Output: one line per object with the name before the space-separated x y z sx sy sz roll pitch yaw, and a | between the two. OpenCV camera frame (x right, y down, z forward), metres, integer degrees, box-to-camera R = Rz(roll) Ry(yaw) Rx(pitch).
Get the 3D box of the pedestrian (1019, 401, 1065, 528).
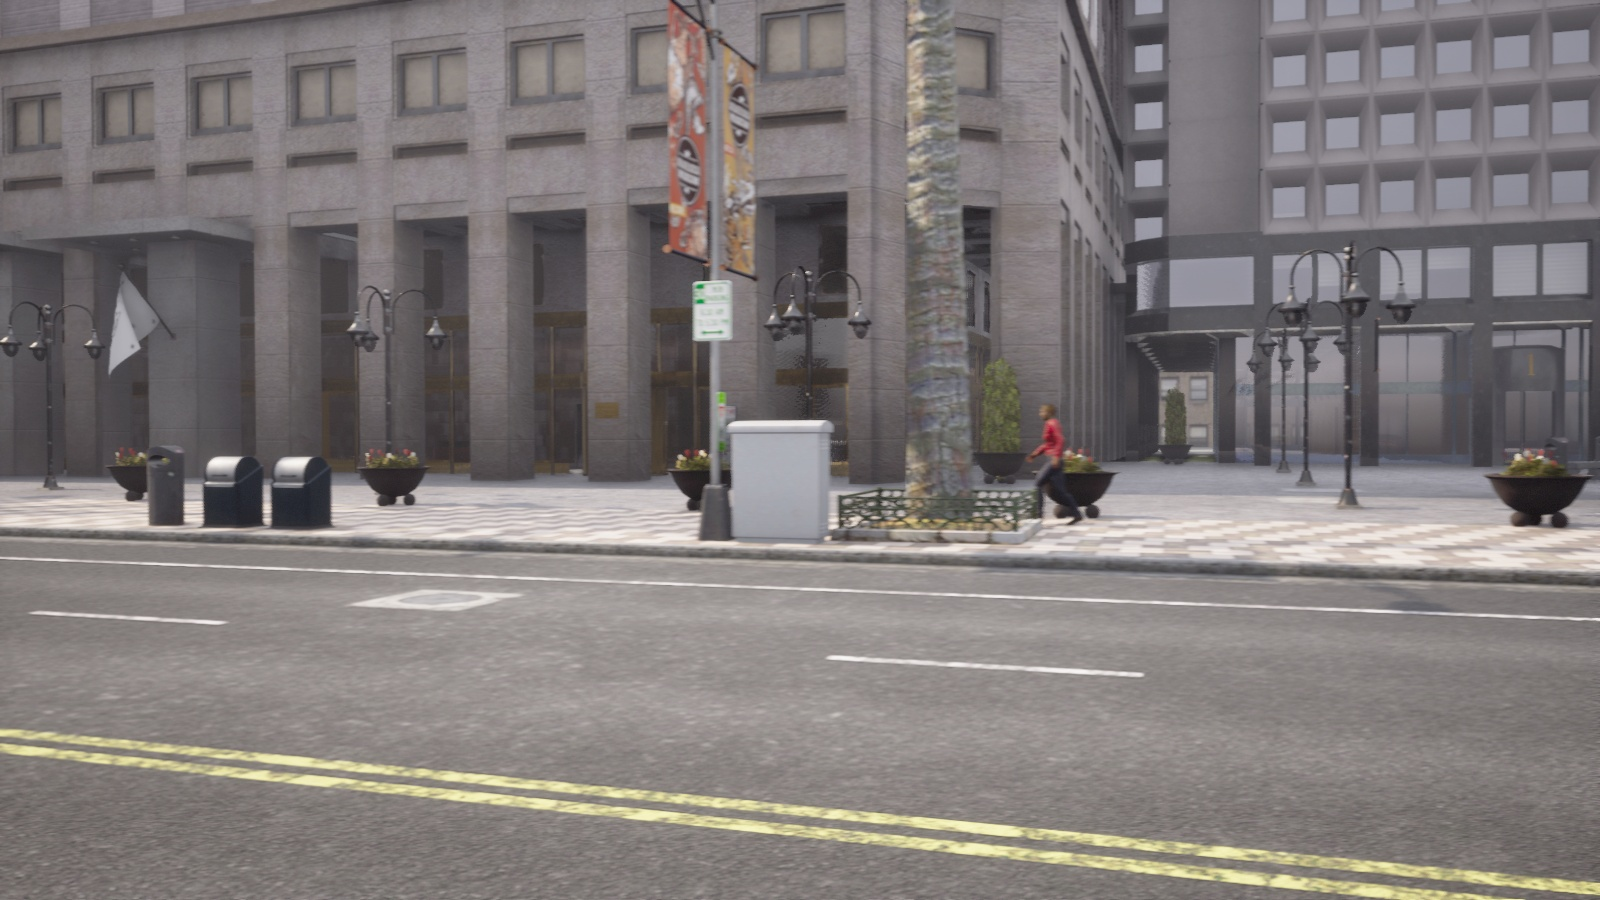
pedestrian | 3.561 0.201 18.472 0.636 1.846 0.331 0 1 16
